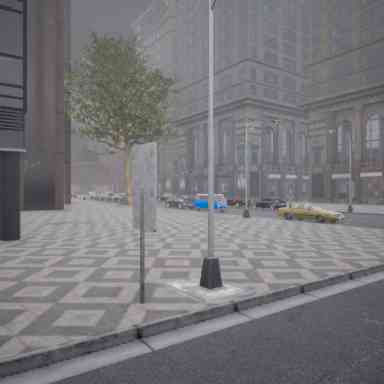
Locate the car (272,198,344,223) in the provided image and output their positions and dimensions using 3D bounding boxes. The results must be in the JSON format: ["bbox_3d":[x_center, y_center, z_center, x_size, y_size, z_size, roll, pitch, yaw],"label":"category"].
[{"bbox_3d":[8.359,1.398,23.803,1.752,1.417,4.829,1,0,-35],"label":"car"}]

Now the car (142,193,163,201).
[{"bbox_3d":[-7.311,0.910,61.058,2.008,1.369,4.403,1,0,-35],"label":"car"}]

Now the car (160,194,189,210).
[{"bbox_3d":[-1.404,1.230,37.753,2.008,1.369,4.403,1,0,-35],"label":"car"}]

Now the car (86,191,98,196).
[{"bbox_3d":[-26.639,0.472,88.666,1.802,1.307,4.206,1,0,-35],"label":"car"}]

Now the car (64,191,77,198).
[{"bbox_3d":[-27.175,0.484,74.570,1.967,1.590,4.097,1,0,-35],"label":"car"}]

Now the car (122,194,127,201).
[{"bbox_3d":[-7.751,1.051,46.821,1.752,1.417,4.829,1,0,-35],"label":"car"}]

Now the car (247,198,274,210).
[{"bbox_3d":[8.796,1.315,38.048,1.947,1.339,4.313,1,0,-35],"label":"car"}]

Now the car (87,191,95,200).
[{"bbox_3d":[-17.512,0.830,60.766,2.008,1.369,4.403,1,0,-35],"label":"car"}]

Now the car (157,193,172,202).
[{"bbox_3d":[-4.087,0.881,56.457,1.967,1.590,4.097,1,0,-35],"label":"car"}]

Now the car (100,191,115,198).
[{"bbox_3d":[-20.196,0.588,79.463,1.887,1.381,4.507,1,0,-35],"label":"car"}]

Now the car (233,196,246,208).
[{"bbox_3d":[5.576,1.224,42.649,1.887,1.381,4.507,1,0,-35],"label":"car"}]

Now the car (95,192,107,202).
[{"bbox_3d":[-14.291,0.911,56.164,2.008,1.369,4.403,1,0,-35],"label":"car"}]

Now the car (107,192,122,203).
[{"bbox_3d":[-11.069,0.992,51.562,2.008,1.369,4.403,1,0,-35],"label":"car"}]

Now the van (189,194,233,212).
[{"bbox_3d":[1.819,1.091,33.150,1.690,1.788,3.998,1,0,-35],"label":"van"}]
